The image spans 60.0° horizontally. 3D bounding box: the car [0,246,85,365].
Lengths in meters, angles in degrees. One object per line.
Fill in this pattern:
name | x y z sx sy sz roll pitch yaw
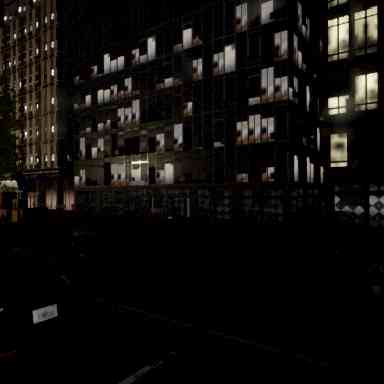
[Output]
car | -3.538 1.566 5.395 4.313 1.339 1.947 0 0 35
